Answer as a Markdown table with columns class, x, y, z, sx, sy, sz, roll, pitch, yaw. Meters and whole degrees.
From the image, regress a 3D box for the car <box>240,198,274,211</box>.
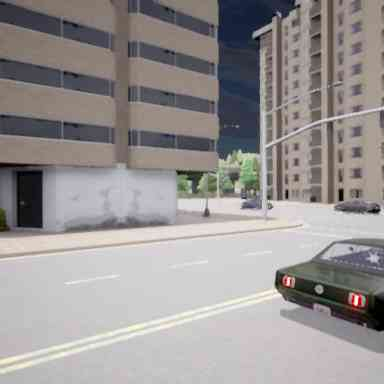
| class | x | y | z | sx | sy | sz | roll | pitch | yaw |
| --- | --- | --- | --- | --- | --- | --- | --- | --- | --- |
| car | 7.728 | 1.465 | 39.648 | 1.994 | 1.385 | 4.181 | 0 | 0 | -36 |

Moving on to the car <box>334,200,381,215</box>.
| class | x | y | z | sx | sy | sz | roll | pitch | yaw |
| --- | --- | --- | --- | --- | --- | --- | --- | --- | --- |
| car | 16.368 | 1.454 | 33.068 | 1.994 | 1.385 | 4.181 | 0 | 0 | -31 |

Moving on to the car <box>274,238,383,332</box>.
| class | x | y | z | sx | sy | sz | roll | pitch | yaw |
| --- | --- | --- | --- | --- | --- | --- | --- | --- | --- |
| car | 3.888 | 1.578 | 6.552 | 4.718 | 1.301 | 1.895 | 0 | 0 | -35 |
